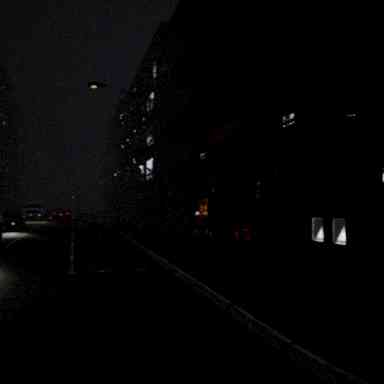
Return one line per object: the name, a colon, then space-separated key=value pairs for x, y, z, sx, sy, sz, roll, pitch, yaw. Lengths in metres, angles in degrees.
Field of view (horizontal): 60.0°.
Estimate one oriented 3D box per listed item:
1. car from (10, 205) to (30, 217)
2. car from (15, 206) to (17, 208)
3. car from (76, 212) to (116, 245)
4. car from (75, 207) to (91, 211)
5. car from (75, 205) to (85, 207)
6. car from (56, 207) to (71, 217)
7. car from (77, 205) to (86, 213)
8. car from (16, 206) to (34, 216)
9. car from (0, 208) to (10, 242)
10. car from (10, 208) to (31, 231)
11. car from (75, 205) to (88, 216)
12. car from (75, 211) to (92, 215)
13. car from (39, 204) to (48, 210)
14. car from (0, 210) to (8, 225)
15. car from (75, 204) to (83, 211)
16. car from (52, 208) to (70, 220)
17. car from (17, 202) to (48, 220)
car: x=-24.559 y=2.699 z=47.536 sx=1.967 sy=1.590 sz=4.097 roll=2 pitch=-2 yaw=-19
car: x=-22.670 y=2.665 z=42.197 sx=1.947 sy=1.339 sz=4.313 roll=2 pitch=-2 yaw=-19
car: x=-5.228 y=2.036 z=18.314 sx=1.887 sy=1.381 sz=4.507 roll=2 pitch=-2 yaw=-19
car: x=-10.974 y=2.514 z=34.288 sx=1.887 sy=1.381 sz=4.507 roll=2 pitch=-2 yaw=-19
car: x=-14.758 y=2.839 z=44.955 sx=2.008 sy=1.369 sz=4.403 roll=2 pitch=-2 yaw=-19
car: x=-19.635 y=3.035 z=50.913 sx=1.895 sy=1.301 sz=4.718 roll=1 pitch=-2 yaw=-19
car: x=-22.853 y=3.462 z=68.670 sx=1.801 sy=1.575 sz=5.366 roll=1 pitch=-2 yaw=-19
car: x=-26.454 y=2.970 z=52.864 sx=2.008 sy=1.369 sz=4.403 roll=2 pitch=-2 yaw=-19
car: x=-10.553 y=1.562 z=15.781 sx=2.150 sy=2.045 sz=5.566 roll=1 pitch=-2 yaw=-19
car: x=-14.025 y=2.180 z=25.552 sx=2.033 sy=1.411 sz=5.357 roll=1 pitch=-2 yaw=-19
car: x=-18.540 y=3.049 z=55.627 sx=1.967 sy=1.590 sz=4.097 roll=2 pitch=-2 yaw=-19
car: x=-7.188 y=2.231 z=23.622 sx=1.802 sy=1.307 sz=4.206 roll=2 pitch=-2 yaw=-19
car: x=-37.749 y=3.906 z=84.708 sx=1.752 sy=1.417 sz=4.829 roll=2 pitch=-2 yaw=-19
car: x=-18.886 y=2.361 z=31.529 sx=1.802 sy=1.307 sz=4.206 roll=2 pitch=-2 yaw=-19
car: x=-28.001 y=3.854 z=82.296 sx=1.967 sy=1.590 sz=4.097 roll=2 pitch=-2 yaw=-19
car: x=-16.302 y=2.717 z=41.542 sx=1.994 sy=1.385 sz=4.181 roll=1 pitch=-2 yaw=-20
car: x=-19.034 y=2.278 z=39.972 sx=2.150 sy=2.045 sz=5.566 roll=1 pitch=-2 yaw=-19
